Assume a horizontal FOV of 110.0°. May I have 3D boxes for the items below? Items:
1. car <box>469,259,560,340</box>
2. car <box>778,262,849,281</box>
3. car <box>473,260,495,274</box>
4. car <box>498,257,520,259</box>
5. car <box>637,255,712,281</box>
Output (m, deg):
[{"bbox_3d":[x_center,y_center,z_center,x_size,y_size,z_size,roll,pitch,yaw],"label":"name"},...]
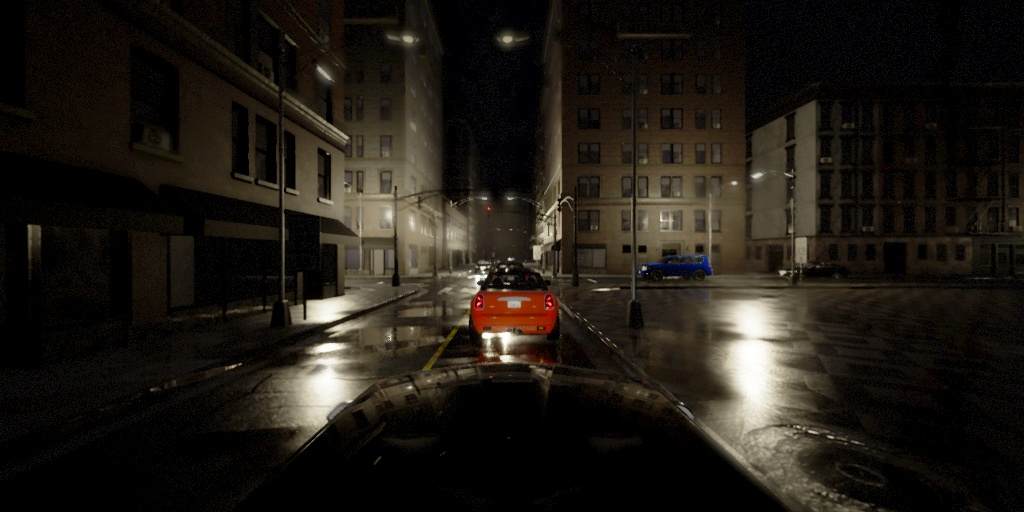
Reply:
[{"bbox_3d":[0.057,1.092,10.077,2.097,1.767,4.553,0,0,0],"label":"car"},{"bbox_3d":[24.152,1.217,28.846,4.902,1.511,2.128,0,0,-1],"label":"car"},{"bbox_3d":[-3.178,1.195,41.395,2.128,1.511,4.902,0,0,0],"label":"car"},{"bbox_3d":[-0.163,1.082,18.998,2.097,1.767,4.553,0,0,-3],"label":"car"},{"bbox_3d":[12.992,0.945,28.742,5.566,2.045,2.150,0,0,-1],"label":"car"}]
